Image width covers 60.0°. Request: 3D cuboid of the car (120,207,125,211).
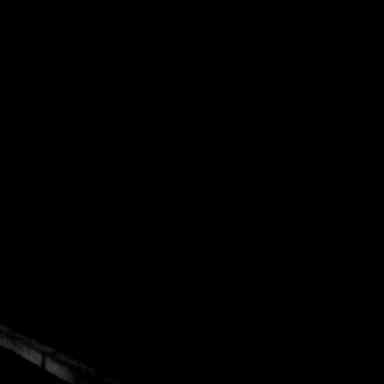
[{"bbox_3d":[-12.183,2.999,66.292,2.128,1.511,4.902,-4,-2,32],"label":"car"}]
